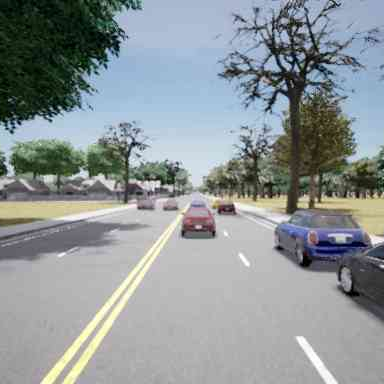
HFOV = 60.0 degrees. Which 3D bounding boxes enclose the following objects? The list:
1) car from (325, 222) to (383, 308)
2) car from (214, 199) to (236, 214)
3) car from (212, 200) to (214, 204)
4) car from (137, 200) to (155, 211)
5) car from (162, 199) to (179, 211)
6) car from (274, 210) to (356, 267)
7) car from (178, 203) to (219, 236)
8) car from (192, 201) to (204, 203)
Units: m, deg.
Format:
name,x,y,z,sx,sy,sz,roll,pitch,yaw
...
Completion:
name,x,y,z,sx,sy,sz,roll,pitch,yaw
car,4.295,1.552,5.907,1.837,1.490,4.892,0,0,1
car,3.850,1.663,37.892,1.882,1.535,5.008,0,0,1
car,3.963,1.718,49.792,1.882,1.535,5.008,0,0,1
car,-5.967,1.721,43.711,1.994,1.385,4.181,0,0,1
car,-2.723,1.699,43.394,1.812,1.442,4.674,0,0,1
car,4.383,1.422,11.878,2.097,1.767,4.553,0,0,1
car,0.360,1.604,18.946,1.812,1.442,4.674,0,0,1
car,0.632,1.691,37.504,1.812,1.442,4.674,0,0,1
